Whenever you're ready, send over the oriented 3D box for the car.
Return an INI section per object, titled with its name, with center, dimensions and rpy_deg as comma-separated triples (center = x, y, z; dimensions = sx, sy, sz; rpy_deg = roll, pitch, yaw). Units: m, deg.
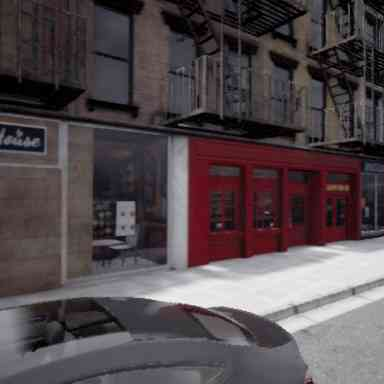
[car]
center = -1.140, 1.527, 1.957
dimensions = 4.674, 1.442, 1.812
rpy_deg = 0, 0, -35
